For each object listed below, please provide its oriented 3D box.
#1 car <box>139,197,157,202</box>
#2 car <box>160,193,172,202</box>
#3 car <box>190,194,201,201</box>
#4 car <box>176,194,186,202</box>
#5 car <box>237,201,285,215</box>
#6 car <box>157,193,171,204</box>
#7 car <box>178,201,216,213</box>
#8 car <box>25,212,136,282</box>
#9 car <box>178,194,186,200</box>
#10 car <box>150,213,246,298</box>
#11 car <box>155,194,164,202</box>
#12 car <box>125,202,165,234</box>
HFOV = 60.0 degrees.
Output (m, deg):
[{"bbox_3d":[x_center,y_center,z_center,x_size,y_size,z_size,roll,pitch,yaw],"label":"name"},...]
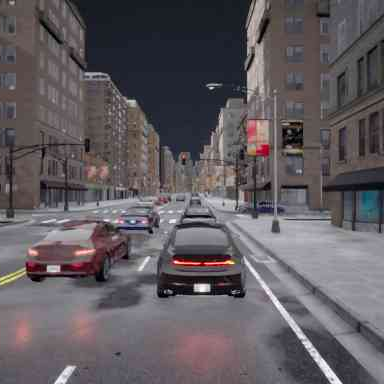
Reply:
[{"bbox_3d":[-6.211,1.581,44.134,1.895,1.301,4.718,0,0,0],"label":"car"},{"bbox_3d":[-5.871,1.169,75.499,2.150,2.045,5.566,0,0,0],"label":"car"},{"bbox_3d":[0.569,1.494,57.149,1.812,1.442,4.674,0,0,1],"label":"car"},{"bbox_3d":[-2.620,1.492,75.696,1.994,1.385,4.181,0,0,0],"label":"car"},{"bbox_3d":[6.891,1.581,33.193,4.674,1.442,1.812,0,-1,0],"label":"car"},{"bbox_3d":[-5.996,1.181,64.806,2.150,2.045,5.566,0,0,1],"label":"car"},{"bbox_3d":[0.291,1.490,17.896,2.128,1.511,4.902,0,0,-1],"label":"car"},{"bbox_3d":[-3.026,1.526,9.636,1.812,1.442,4.674,0,0,1],"label":"car"},{"bbox_3d":[-2.542,1.244,85.699,1.882,1.535,5.008,0,0,0],"label":"car"},{"bbox_3d":[0.205,1.506,8.500,1.837,1.490,4.892,0,0,0],"label":"car"},{"bbox_3d":[-6.124,1.497,54.145,1.812,1.442,4.674,0,0,1],"label":"car"},{"bbox_3d":[-2.958,1.545,19.203,2.033,1.411,5.357,0,0,0],"label":"car"}]
